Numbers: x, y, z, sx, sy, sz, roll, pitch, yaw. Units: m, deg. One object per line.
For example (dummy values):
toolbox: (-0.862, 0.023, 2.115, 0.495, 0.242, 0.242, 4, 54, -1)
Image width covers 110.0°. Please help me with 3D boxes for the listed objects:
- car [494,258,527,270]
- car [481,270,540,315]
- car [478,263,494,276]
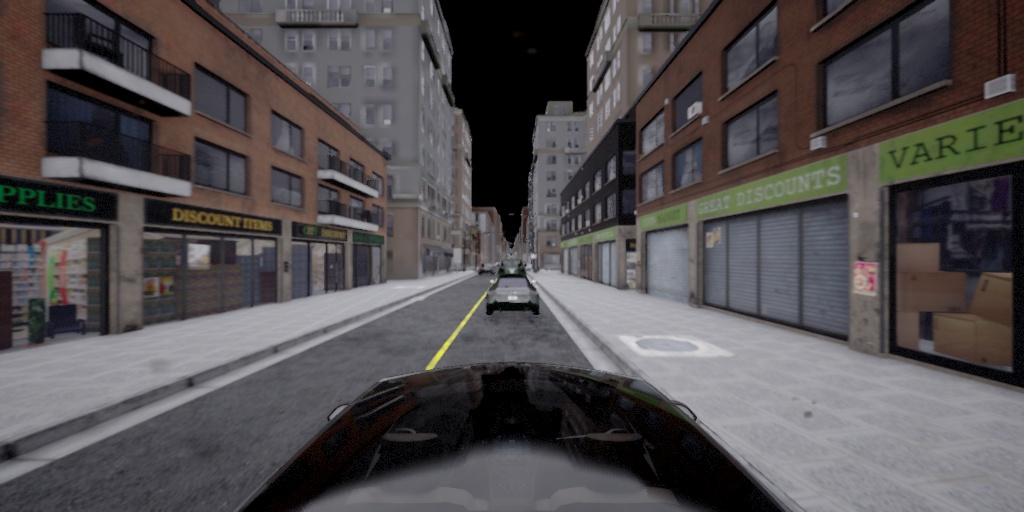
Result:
car: (0.020, 1.196, 28.080, 2.150, 2.045, 5.566, 0, 0, 0)
car: (0.040, 1.423, 14.295, 1.994, 1.385, 4.181, 0, 0, 0)
car: (-3.060, 1.604, 43.941, 1.837, 1.490, 4.892, 0, -1, 1)
